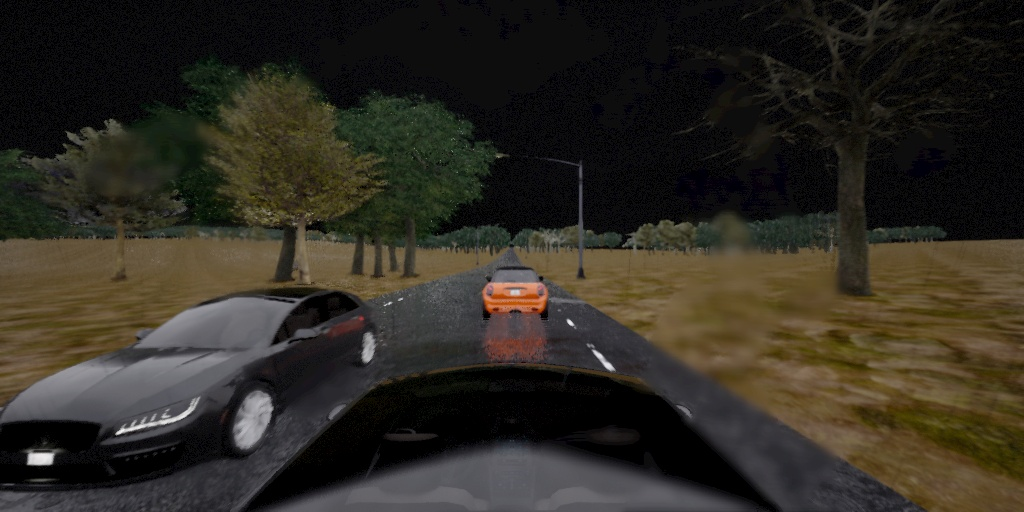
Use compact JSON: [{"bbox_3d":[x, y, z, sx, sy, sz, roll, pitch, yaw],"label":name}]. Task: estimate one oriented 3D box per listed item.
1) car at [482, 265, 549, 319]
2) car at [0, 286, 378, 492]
[{"bbox_3d":[0.102,1.126,13.009,2.097,1.767,4.553,0,0,0],"label":"car"},{"bbox_3d":[-3.499,1.256,5.090,1.837,1.490,4.892,0,0,0],"label":"car"}]
